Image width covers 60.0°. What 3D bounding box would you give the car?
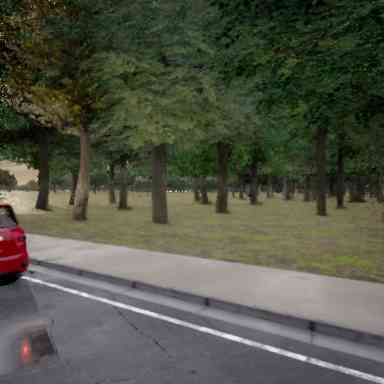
[{"bbox_3d":[-6.247,1.196,8.135,5.566,2.045,2.150,0,0,35],"label":"car"}]
